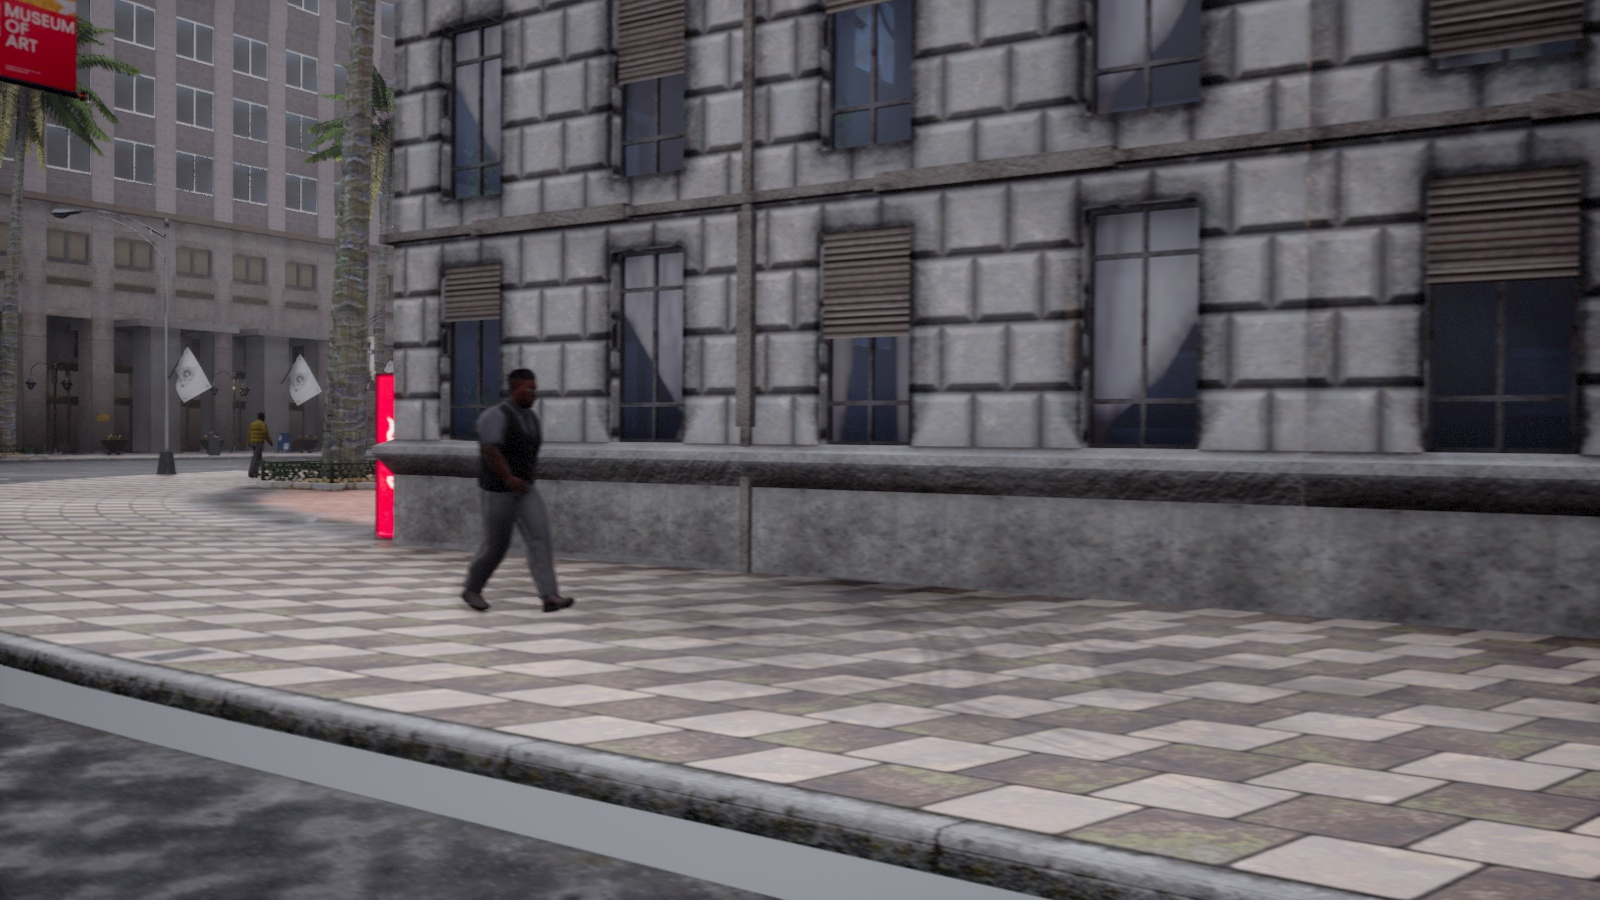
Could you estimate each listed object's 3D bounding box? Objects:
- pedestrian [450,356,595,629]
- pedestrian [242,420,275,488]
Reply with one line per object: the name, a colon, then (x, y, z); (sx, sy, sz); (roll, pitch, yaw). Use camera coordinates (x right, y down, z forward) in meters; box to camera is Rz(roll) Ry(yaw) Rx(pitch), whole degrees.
pedestrian: (-2.013, 0.292, 9.106); (0.849, 1.883, 0.563); (0, 1, 31)
pedestrian: (-14.688, 0.104, 34.061); (0.370, 1.835, 0.726); (0, 1, 24)
